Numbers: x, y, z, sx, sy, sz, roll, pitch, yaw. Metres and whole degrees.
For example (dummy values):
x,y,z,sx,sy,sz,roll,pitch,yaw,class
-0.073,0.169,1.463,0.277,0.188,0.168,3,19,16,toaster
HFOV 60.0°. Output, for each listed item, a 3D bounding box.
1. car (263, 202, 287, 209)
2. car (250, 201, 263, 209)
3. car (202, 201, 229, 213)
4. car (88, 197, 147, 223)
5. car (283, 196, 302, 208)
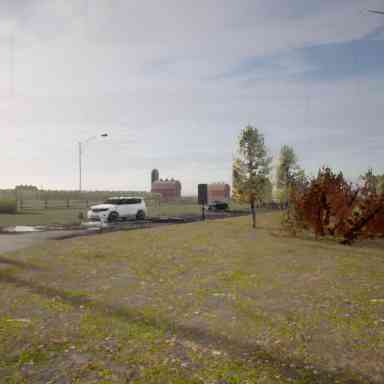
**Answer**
x,y,z,sx,sy,sz,roll,pitch,yaw,class
13.459,1.965,53.157,1.837,1.490,4.892,-1,-1,32,car
11.493,2.121,56.814,1.994,1.385,4.181,-1,-1,32,car
3.112,1.895,43.459,2.128,1.511,4.902,-1,-1,32,car
-6.225,1.457,28.582,2.150,2.045,5.566,-1,-1,33,car
18.685,1.783,61.684,2.150,2.045,5.566,-1,-1,31,car
